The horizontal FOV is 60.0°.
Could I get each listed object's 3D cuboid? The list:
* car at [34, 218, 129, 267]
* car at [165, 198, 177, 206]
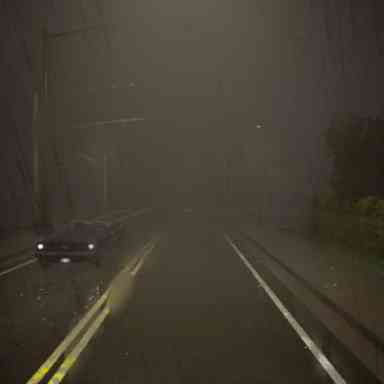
[{"bbox_3d":[-3.564,1.628,11.575,1.895,1.301,4.718,0,0,0],"label":"car"},{"bbox_3d":[-3.502,1.697,56.286,1.812,1.442,4.674,0,1,0],"label":"car"}]
